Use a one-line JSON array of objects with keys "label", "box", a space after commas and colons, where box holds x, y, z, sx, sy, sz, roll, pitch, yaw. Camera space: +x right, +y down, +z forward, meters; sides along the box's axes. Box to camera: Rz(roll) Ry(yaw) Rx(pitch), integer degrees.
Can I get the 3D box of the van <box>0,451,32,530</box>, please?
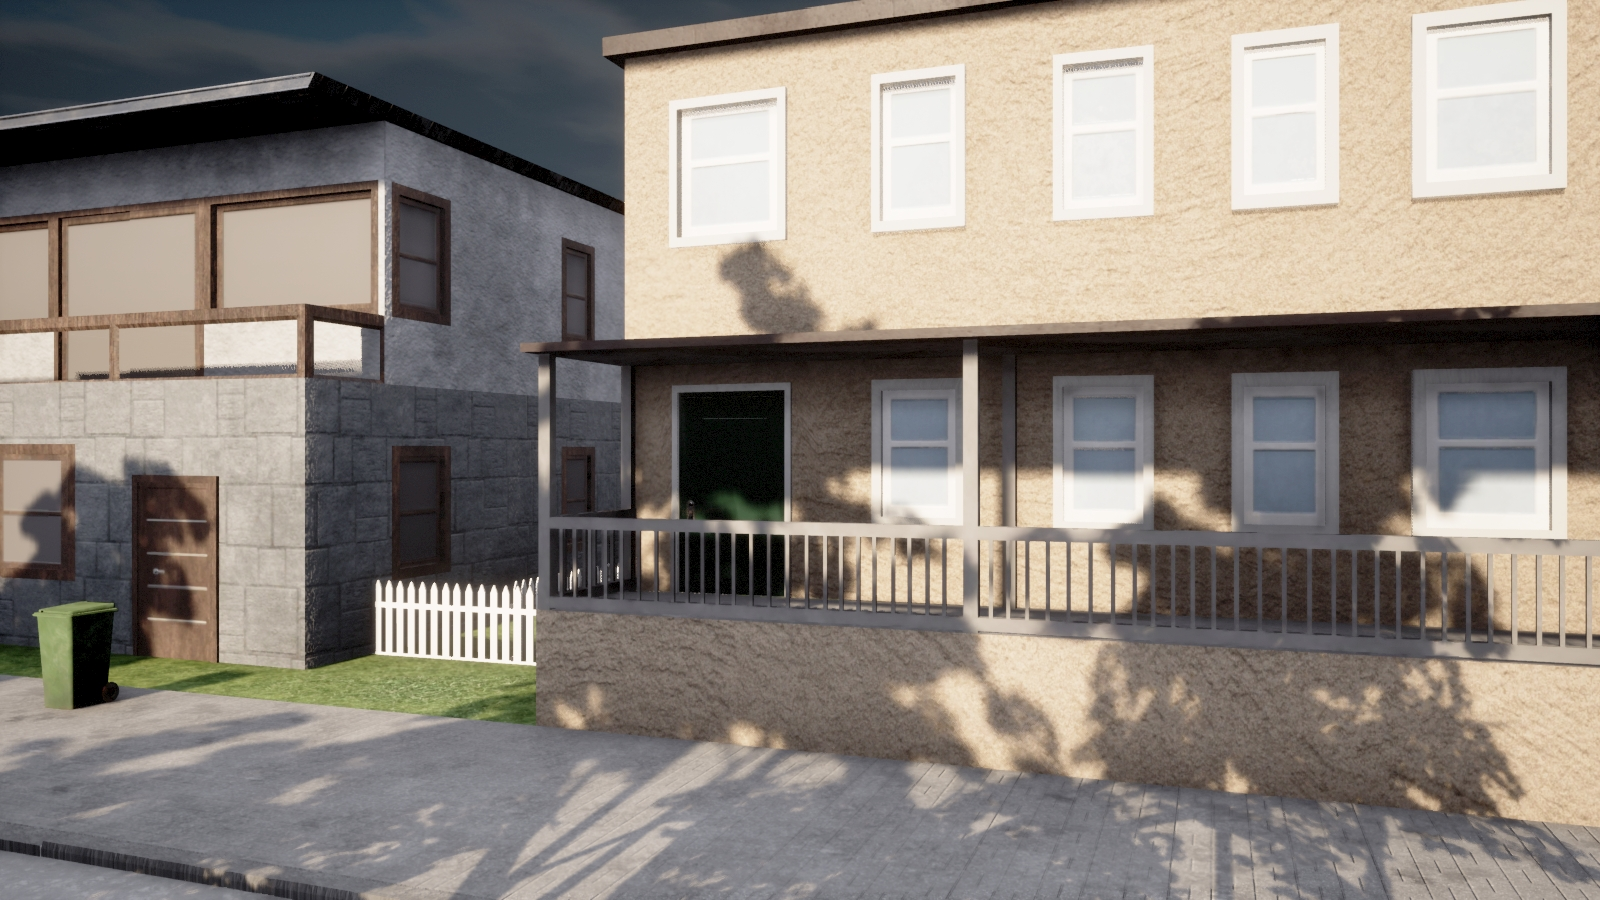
[{"label": "van", "box": [-27.753, 1.329, 35.973, 1.988, 2.561, 5.915, 0, 0, 20]}]
